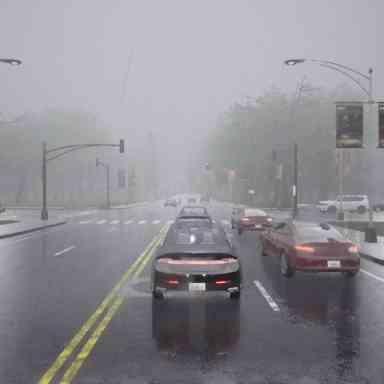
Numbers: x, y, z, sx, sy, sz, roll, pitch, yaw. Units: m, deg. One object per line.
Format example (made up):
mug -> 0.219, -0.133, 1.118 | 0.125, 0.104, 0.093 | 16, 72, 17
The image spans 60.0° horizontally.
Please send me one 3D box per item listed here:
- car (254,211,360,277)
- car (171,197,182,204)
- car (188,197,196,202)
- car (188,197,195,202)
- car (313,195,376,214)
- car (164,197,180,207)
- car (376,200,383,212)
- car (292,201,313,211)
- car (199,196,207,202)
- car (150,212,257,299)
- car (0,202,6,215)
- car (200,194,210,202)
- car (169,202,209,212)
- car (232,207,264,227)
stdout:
car -> 3.336, 1.532, 10.138 | 1.812, 1.442, 4.674 | 0, 0, 0
car -> -3.322, 1.846, 73.436 | 2.128, 1.511, 4.902 | 0, -1, 0
car -> -0.081, 1.893, 82.464 | 1.882, 1.535, 5.008 | 0, -1, 0
car -> -0.093, 1.965, 92.918 | 1.994, 1.385, 4.181 | 0, -1, 0
car -> 17.070, 1.398, 37.512 | 5.566, 2.045, 2.150 | 0, 0, -1
car -> -3.398, 1.715, 53.672 | 2.033, 1.411, 5.357 | 0, 0, 0
car -> 23.958, 1.694, 40.817 | 5.008, 1.535, 1.882 | 0, 0, 0
car -> 14.826, 1.772, 40.736 | 4.718, 1.301, 1.895 | 0, 0, 0
car -> 3.157, 1.952, 92.921 | 2.033, 1.411, 5.357 | 0, -1, 0
car -> 0.092, 1.496, 8.421 | 2.128, 1.511, 4.902 | 0, 0, 0
car -> -20.171, 1.224, 30.493 | 5.566, 2.045, 2.150 | 0, 0, -1
car -> 3.169, 1.642, 82.534 | 2.150, 2.045, 5.566 | 0, -1, 0
car -> 0.083, 1.517, 17.829 | 2.128, 1.511, 4.902 | 0, 0, 0
car -> 3.342, 1.555, 18.947 | 1.812, 1.442, 4.674 | 0, 0, 1
